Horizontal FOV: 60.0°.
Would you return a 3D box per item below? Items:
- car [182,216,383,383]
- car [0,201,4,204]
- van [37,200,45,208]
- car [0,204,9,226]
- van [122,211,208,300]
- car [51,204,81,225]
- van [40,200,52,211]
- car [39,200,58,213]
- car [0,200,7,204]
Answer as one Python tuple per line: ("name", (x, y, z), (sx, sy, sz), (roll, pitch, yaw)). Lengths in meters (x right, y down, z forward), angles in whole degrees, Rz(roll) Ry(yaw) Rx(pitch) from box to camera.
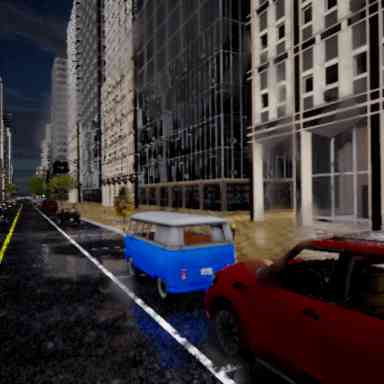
("car", (2.014, 1.314, 3.453), (2.192, 1.841, 5.009), (-1, 0, -27))
("car", (-36.042, 2.778, 60.651), (1.947, 1.339, 4.313), (-1, 0, -27))
("van", (-36.201, 2.732, 79.649), (1.690, 1.788, 3.998), (-1, 0, -27))
("car", (-16.857, 2.061, 28.414), (2.128, 1.511, 4.902), (-1, -1, -27))
("van", (-0.533, 1.433, 8.533), (1.690, 1.788, 3.998), (-1, 0, -27))
("car", (-10.718, 2.016, 28.850), (2.008, 1.369, 4.403), (-1, 0, -27))
("van", (-26.010, 2.363, 59.331), (1.690, 1.788, 3.998), (-1, 0, -27))
("car", (-20.915, 2.152, 49.171), (2.192, 1.841, 5.009), (-1, 0, -27))
("car", (-41.138, 2.947, 70.811), (2.008, 1.369, 4.403), (-1, 0, -27))
